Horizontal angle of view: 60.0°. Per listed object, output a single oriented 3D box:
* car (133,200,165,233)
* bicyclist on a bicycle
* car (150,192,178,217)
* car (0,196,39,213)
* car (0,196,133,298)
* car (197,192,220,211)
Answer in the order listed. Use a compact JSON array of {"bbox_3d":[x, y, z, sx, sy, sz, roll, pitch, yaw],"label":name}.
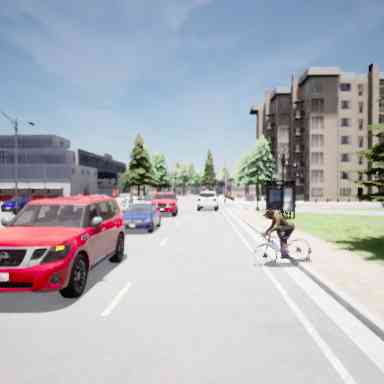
[{"bbox_3d":[-2.861,1.385,18.743,1.812,1.442,4.674,0,0,2],"label":"car"},{"bbox_3d":[2.519,1.300,9.575,1.656,1.620,0.582,-9,0,2],"label":"bicyclist on a bicycle"},{"bbox_3d":[-2.374,1.005,29.259,2.150,2.045,5.566,0,0,0],"label":"car"},{"bbox_3d":[-16.210,1.126,31.298,1.845,1.501,3.633,0,0,3],"label":"car"},{"bbox_3d":[-3.301,1.153,8.703,2.150,2.045,5.566,0,0,2],"label":"car"},{"bbox_3d":[1.900,0.955,37.104,2.150,2.045,5.566,0,1,8],"label":"car"}]
